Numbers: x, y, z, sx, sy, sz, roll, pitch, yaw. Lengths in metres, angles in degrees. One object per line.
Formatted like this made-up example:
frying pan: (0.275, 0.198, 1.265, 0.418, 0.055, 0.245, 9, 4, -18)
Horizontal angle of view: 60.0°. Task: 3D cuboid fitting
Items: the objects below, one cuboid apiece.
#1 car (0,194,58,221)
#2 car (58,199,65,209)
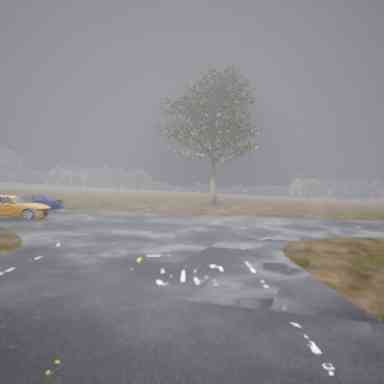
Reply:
car: (-11.870, 0.959, 21.807, 5.008, 1.535, 1.882, 3, 0, 1)
car: (-13.658, 0.893, 28.837, 5.008, 1.535, 1.882, 2, 0, 1)
